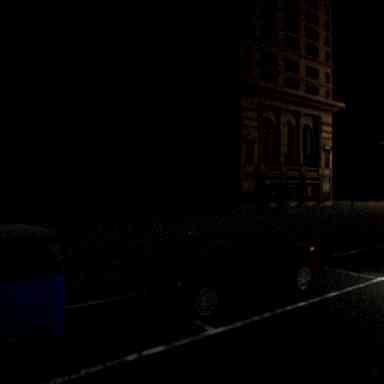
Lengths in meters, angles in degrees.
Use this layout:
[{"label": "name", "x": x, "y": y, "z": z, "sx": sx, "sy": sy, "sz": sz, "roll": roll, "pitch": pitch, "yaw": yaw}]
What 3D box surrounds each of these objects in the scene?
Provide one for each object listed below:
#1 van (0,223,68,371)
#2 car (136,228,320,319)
[{"label": "van", "x": -3.628, "y": 1.341, "z": 4.065, "sx": 3.998, "sy": 1.788, "sz": 1.690, "roll": 0, "pitch": 0, "yaw": -35}, {"label": "car", "x": 0.965, "y": 1.544, "z": 7.340, "sx": 4.507, "sy": 1.381, "sz": 1.887, "roll": 0, "pitch": 0, "yaw": -35}]
